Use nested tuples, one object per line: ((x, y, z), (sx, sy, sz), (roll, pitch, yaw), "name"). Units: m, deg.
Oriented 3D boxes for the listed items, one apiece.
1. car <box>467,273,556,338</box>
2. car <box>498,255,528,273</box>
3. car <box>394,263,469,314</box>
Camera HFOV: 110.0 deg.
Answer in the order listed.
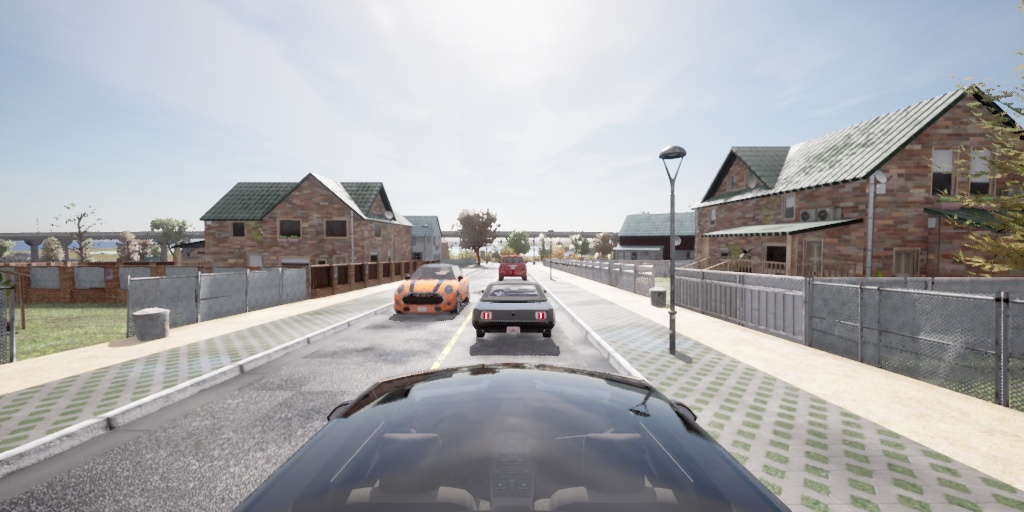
((0.054, 1.346, 10.137), (1.895, 1.301, 4.718), (0, 0, 0), "car")
((0.066, 0.969, 28.784), (2.150, 2.045, 5.566), (0, 0, 0), "car")
((-2.857, 1.096, 13.631), (2.097, 1.767, 4.553), (0, 0, 0), "car")
